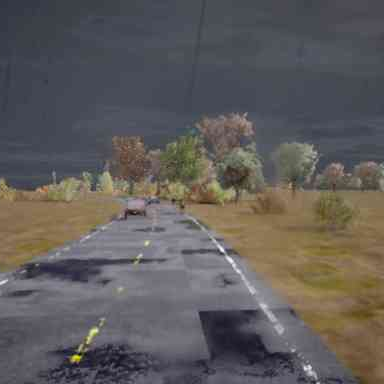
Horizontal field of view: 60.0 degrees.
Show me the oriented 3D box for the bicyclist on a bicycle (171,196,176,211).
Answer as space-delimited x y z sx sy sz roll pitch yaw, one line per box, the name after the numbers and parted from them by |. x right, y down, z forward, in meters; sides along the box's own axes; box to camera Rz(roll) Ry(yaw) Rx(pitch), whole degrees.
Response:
-2.030 1.272 37.498 0.659 1.776 1.843 0 0 -8 | bicyclist on a bicycle

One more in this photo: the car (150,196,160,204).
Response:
-6.771 1.385 58.558 1.812 1.442 4.674 0 0 -13 | car

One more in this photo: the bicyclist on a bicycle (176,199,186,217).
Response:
-0.792 1.377 27.835 0.582 1.620 1.656 0 0 -6 | bicyclist on a bicycle

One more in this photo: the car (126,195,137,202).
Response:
-12.776 1.411 69.901 1.895 1.301 4.718 0 0 -15 | car

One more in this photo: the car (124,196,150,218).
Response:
-4.967 1.404 29.705 1.882 1.535 5.008 0 0 -7 | car
